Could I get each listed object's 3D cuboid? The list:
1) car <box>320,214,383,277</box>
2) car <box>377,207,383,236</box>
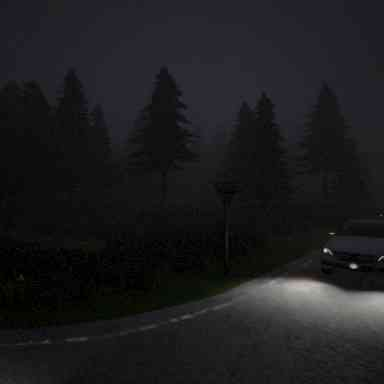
[{"bbox_3d":[5.263,1.534,9.922,1.812,1.442,4.674,0,-1,36],"label":"car"},{"bbox_3d":[12.089,1.660,19.323,1.812,1.442,4.674,0,-1,36],"label":"car"}]
